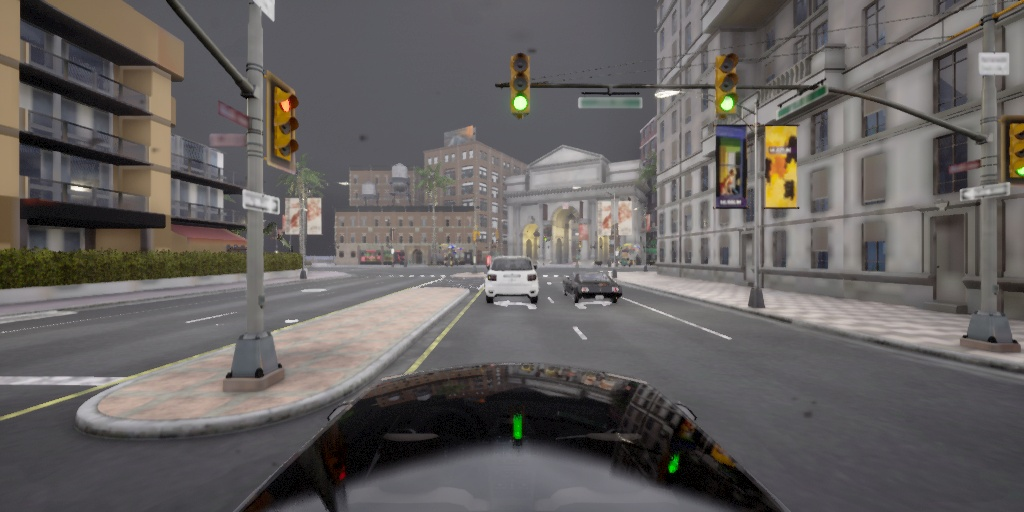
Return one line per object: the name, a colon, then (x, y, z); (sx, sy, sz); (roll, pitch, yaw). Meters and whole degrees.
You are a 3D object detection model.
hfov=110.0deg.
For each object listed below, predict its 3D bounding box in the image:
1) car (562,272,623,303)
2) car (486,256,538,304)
car: (3.500, 1.365, 16.530); (1.895, 1.301, 4.718); (0, 0, 0)
car: (0.000, 1.007, 16.530); (2.150, 2.045, 5.566); (0, 0, 0)
